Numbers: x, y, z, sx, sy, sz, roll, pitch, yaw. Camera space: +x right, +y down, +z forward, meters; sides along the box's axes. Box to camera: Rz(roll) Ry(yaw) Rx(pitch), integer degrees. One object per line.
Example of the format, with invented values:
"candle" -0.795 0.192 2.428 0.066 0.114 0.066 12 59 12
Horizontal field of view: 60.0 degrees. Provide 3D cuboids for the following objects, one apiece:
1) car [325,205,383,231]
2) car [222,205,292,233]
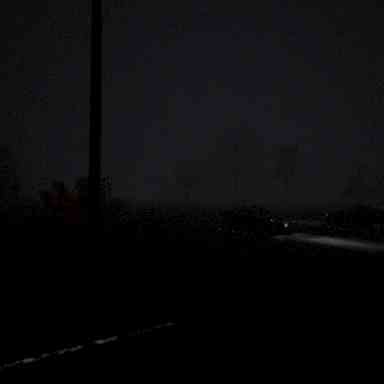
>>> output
"car" 11.410 1.616 22.198 1.882 1.535 5.008 0 1 -35
"car" 3.899 1.576 20.714 2.128 1.511 4.902 0 1 -35
